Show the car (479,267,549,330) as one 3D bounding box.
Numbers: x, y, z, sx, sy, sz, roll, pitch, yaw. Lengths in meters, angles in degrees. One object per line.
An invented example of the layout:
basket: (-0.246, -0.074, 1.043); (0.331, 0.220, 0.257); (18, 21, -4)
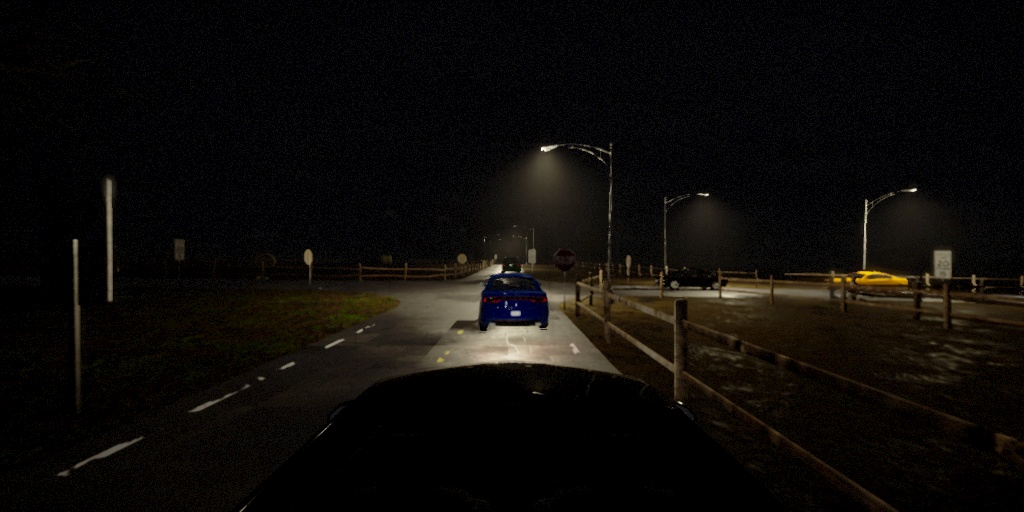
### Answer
car: (-0.035, 1.283, 11.426); (1.882, 1.535, 5.008); (0, 0, -3)

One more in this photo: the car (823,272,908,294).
car: (25.370, 1.897, 25.848); (5.008, 1.535, 1.882); (1, 1, -1)

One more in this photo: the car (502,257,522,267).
car: (-0.038, 1.191, 43.448); (2.150, 2.045, 5.566); (0, 0, 2)

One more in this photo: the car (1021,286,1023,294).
car: (40.068, 2.308, 25.923); (4.674, 1.442, 1.812); (2, 1, 0)

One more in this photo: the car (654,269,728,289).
car: (12.794, 1.646, 25.795); (4.892, 1.490, 1.837); (1, 0, 1)
